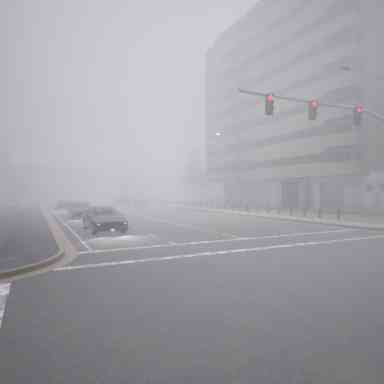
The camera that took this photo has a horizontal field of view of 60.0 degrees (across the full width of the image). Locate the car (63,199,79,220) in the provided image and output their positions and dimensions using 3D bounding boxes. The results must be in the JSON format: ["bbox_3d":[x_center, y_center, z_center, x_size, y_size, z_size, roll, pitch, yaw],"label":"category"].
[{"bbox_3d":[-9.706,1.546,28.880,2.033,1.411,5.357,0,0,-25],"label":"car"}]

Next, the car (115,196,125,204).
[{"bbox_3d":[-12.493,1.381,59.400,1.882,1.535,5.008,0,0,-25],"label":"car"}]

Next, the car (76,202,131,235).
[{"bbox_3d":[-5.203,1.552,19.420,2.033,1.411,5.357,0,0,-26],"label":"car"}]

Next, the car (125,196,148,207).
[{"bbox_3d":[-8.146,1.385,50.378,1.882,1.535,5.008,0,0,-25],"label":"car"}]

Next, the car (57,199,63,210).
[{"bbox_3d":[-16.319,1.593,42.841,1.895,1.301,4.718,0,0,-25],"label":"car"}]
